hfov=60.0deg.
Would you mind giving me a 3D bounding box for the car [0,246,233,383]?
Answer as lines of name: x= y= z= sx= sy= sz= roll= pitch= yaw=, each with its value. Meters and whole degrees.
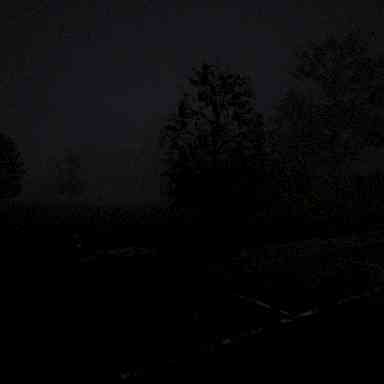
car: x=-1.205 y=1.585 z=5.228 sx=4.206 sy=1.307 sz=1.802 roll=0 pitch=1 yaw=-35
